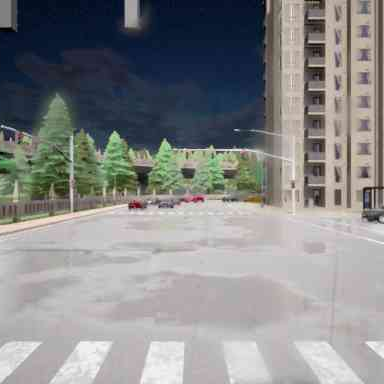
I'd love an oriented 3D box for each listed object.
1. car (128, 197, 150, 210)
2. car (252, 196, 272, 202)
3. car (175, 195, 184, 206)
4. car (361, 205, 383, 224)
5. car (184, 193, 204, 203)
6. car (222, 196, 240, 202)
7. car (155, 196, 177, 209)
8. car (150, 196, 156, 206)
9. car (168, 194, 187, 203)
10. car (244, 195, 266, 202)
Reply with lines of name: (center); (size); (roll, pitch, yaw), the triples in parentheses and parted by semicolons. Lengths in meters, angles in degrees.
car: (-7.041, 1.601, 43.431); (1.895, 1.301, 4.718); (0, 0, 1)
car: (16.667, 1.552, 79.402); (4.181, 1.385, 1.994); (0, 0, -24)
car: (-3.034, 1.564, 55.754); (1.994, 1.385, 4.181); (0, 0, 6)
car: (15.375, 1.560, 25.037); (4.892, 1.490, 1.837); (0, 0, 0)
car: (0.610, 1.219, 68.561); (2.150, 2.045, 5.566); (0, 0, 28)
car: (8.568, 1.524, 73.545); (4.674, 1.442, 1.812); (0, 0, -42)
car: (-3.492, 1.564, 45.919); (1.994, 1.385, 4.181); (0, 0, 1)
car: (-6.570, 1.490, 55.084); (2.128, 1.511, 4.902); (0, 0, 5)
car: (-2.910, 1.352, 69.447); (2.097, 1.767, 4.553); (0, 0, 25)
car: (13.580, 1.478, 73.354); (5.008, 1.535, 1.882); (0, 0, -37)
